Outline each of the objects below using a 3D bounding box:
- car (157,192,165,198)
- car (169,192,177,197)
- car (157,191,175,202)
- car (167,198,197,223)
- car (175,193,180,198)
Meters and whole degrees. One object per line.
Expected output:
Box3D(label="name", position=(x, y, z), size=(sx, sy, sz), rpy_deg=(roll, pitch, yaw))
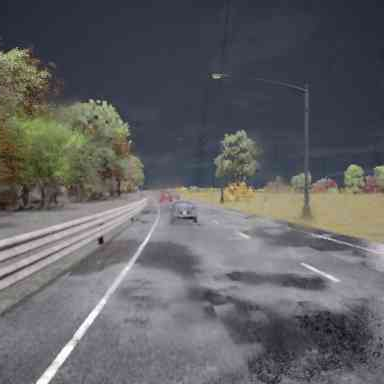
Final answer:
Box3D(label="car", position=(-8.587, 0.764, 91.261), size=(2.097, 1.767, 4.553), rpy_deg=(0, 0, -7))
Box3D(label="car", position=(-5.328, 0.739, 93.394), size=(1.812, 1.442, 4.674), rpy_deg=(0, 0, -7))
Box3D(label="car", position=(-4.822, 0.835, 62.034), size=(2.150, 2.045, 5.566), rpy_deg=(0, 0, -7))
Box3D(label="car", position=(-0.672, 1.407, 24.388), size=(2.033, 1.411, 5.357), rpy_deg=(0, 0, -4))
Box3D(label="car", position=(-4.030, 0.987, 83.053), size=(2.033, 1.411, 5.357), rpy_deg=(0, 0, -7))
